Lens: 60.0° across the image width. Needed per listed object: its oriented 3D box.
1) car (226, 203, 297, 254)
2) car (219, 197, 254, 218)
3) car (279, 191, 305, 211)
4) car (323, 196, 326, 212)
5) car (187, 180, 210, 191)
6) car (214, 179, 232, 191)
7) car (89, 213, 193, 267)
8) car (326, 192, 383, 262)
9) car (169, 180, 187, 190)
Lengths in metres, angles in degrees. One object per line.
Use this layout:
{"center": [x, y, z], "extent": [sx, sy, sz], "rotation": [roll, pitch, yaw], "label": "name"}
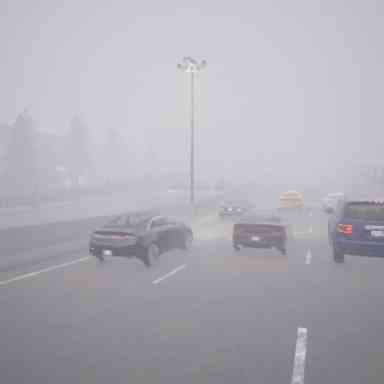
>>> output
{"center": [3.047, 1.421, 13.632], "extent": [1.882, 1.535, 5.008], "rotation": [0, 0, 21], "label": "car"}
{"center": [3.500, 1.098, 25.082], "extent": [2.033, 1.411, 5.357], "rotation": [0, 3, 21], "label": "car"}
{"center": [8.696, 0.663, 28.957], "extent": [1.882, 1.535, 5.008], "rotation": [0, 4, 21], "label": "car"}
{"center": [11.782, 0.757, 27.218], "extent": [1.812, 1.442, 4.674], "rotation": [0, 4, 21], "label": "car"}
{"center": [1.302, -1.101, 49.869], "extent": [1.812, 1.442, 4.674], "rotation": [0, 7, 20], "label": "car"}
{"center": [4.577, -1.119, 48.637], "extent": [1.837, 1.490, 4.892], "rotation": [0, 7, 20], "label": "car"}
{"center": [-1.487, 1.465, 11.521], "extent": [2.128, 1.511, 4.902], "rotation": [0, 0, 21], "label": "car"}
{"center": [6.034, 1.181, 11.627], "extent": [2.150, 2.045, 5.566], "rotation": [0, 1, 21], "label": "car"}
{"center": [-1.959, -1.072, 51.136], "extent": [1.994, 1.385, 4.181], "rotation": [0, 7, 20], "label": "car"}
